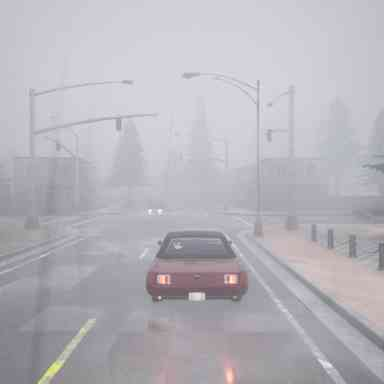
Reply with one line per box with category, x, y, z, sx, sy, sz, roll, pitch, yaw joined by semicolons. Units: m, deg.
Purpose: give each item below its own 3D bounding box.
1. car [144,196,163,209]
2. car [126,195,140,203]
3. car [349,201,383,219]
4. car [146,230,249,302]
car;-4.823;1.525;43.443;1.994;1.385;4.181;0;0;-6
car;-11.996;1.436;67.283;1.882;1.535;5.008;0;0;-26
car;15.771;1.473;27.886;4.902;1.511;2.128;0;0;2
car;0.074;1.600;8.227;1.895;1.301;4.718;0;0;-1
